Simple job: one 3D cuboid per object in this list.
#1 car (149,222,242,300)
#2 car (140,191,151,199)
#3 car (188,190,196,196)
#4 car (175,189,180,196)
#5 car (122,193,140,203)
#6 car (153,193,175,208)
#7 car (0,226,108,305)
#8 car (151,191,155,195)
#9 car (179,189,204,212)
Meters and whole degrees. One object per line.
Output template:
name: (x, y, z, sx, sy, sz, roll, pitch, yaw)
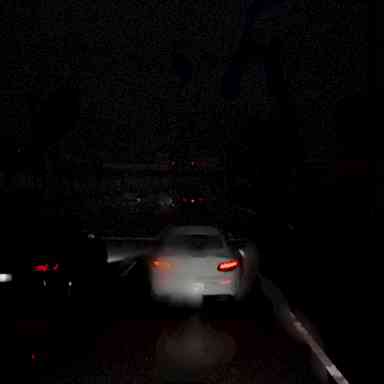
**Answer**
car: (0.077, 1.467, 8.087, 1.812, 1.442, 4.674, 0, 0, 0)
car: (-10.537, 0.751, 71.314, 1.895, 1.301, 4.718, 0, 1, 0)
car: (-0.045, 0.282, 86.654, 2.033, 1.411, 5.357, 0, 2, 0)
car: (-3.545, 0.284, 87.069, 1.994, 1.385, 4.181, 0, 2, 0)
car: (-10.598, 0.982, 56.300, 1.812, 1.442, 4.674, 0, 1, 0)
car: (-3.436, 1.195, 41.670, 1.812, 1.442, 4.674, 0, 1, 0)
car: (-3.423, 1.505, 8.040, 1.994, 1.385, 4.181, 0, 0, 0)
car: (-10.544, 0.321, 85.957, 1.994, 1.385, 4.181, 0, 2, 0)
car: (0.081, 0.949, 35.072, 2.150, 2.045, 5.566, 0, 0, 0)
